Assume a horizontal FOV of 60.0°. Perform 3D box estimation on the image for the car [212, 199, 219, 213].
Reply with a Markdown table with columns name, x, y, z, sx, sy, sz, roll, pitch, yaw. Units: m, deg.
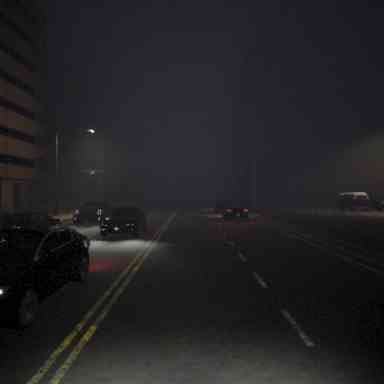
| name | x | y | z | sx | sy | sz | roll | pitch | yaw |
| --- | --- | --- | --- | --- | --- | --- | --- | --- | --- |
| car | 3.444 | 1.531 | 37.622 | 1.837 | 1.490 | 4.892 | 0 | 0 | 0 |

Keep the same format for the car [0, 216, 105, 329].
| name | x | y | z | sx | sy | sz | roll | pitch | yaw |
| --- | --- | --- | --- | --- | --- | --- | --- | --- | --- |
| car | -3.610 | 1.499 | 7.008 | 2.128 | 1.511 | 4.902 | 0 | 0 | 0 |

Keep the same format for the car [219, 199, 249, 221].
| name | x | y | z | sx | sy | sz | roll | pitch | yaw |
| --- | --- | --- | --- | --- | --- | --- | --- | --- | --- |
| car | 3.506 | 1.544 | 27.384 | 1.812 | 1.442 | 4.674 | 0 | 0 | 1 |

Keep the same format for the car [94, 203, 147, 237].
| name | x | y | z | sx | sy | sz | roll | pitch | yaw |
| --- | --- | --- | --- | --- | --- | --- | --- | --- | --- |
| car | -3.616 | 1.520 | 18.297 | 1.837 | 1.490 | 4.892 | 0 | 0 | 0 |

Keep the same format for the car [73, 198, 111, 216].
| name | x | y | z | sx | sy | sz | roll | pitch | yaw |
| --- | --- | --- | --- | --- | --- | --- | --- | --- | --- |
| car | -7.100 | 1.372 | 24.637 | 2.097 | 1.767 | 4.553 | 0 | 0 | 0 |

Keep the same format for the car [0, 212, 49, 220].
| name | x | y | z | sx | sy | sz | roll | pitch | yaw |
| --- | --- | --- | --- | --- | --- | --- | --- | --- | --- |
| car | -7.120 | 1.560 | 13.854 | 2.033 | 1.411 | 5.357 | 0 | 0 | 0 |
